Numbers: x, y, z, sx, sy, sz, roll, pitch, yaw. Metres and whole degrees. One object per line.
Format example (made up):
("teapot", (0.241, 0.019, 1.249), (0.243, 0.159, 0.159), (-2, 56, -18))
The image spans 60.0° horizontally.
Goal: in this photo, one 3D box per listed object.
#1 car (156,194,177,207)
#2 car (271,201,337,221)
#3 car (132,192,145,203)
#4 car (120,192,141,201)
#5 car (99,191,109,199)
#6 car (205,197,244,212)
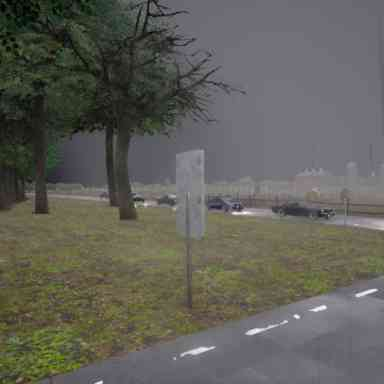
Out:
("car", (-2.719, 0.980, 41.045), (1.812, 1.442, 4.674), (-1, 1, -36))
("car", (8.484, 1.354, 25.502), (1.895, 1.301, 4.718), (-1, 2, -36))
("car", (-8.779, 0.792, 49.483), (1.882, 1.535, 5.008), (-1, 1, -35))
("car", (-10.579, 0.742, 56.939), (1.994, 1.385, 4.181), (-1, 1, -36))
("car", (-16.480, 0.603, 65.104), (2.033, 1.411, 5.357), (-1, 1, -36))
("car", (3.148, 1.168, 32.910), (1.994, 1.385, 4.181), (-1, 2, -35))
